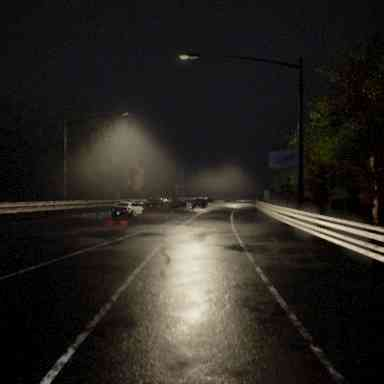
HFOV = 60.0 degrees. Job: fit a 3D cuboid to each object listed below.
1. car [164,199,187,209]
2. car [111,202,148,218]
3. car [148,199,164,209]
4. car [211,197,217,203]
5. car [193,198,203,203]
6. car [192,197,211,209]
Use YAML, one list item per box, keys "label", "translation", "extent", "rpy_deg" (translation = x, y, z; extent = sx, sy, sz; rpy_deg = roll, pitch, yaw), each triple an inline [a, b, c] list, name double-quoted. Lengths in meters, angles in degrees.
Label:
- label: "car"
  translation: [-2.158, 1.828, 50.467]
  extent: [2.033, 1.411, 5.357]
  rpy_deg: [0, 0, 11]
- label: "car"
  translation: [-5.932, 1.624, 31.061]
  extent: [1.812, 1.442, 4.674]
  rpy_deg: [0, 0, 11]
- label: "car"
  translation: [-5.578, 1.775, 51.214]
  extent: [1.837, 1.490, 4.892]
  rpy_deg: [0, -1, 11]
- label: "car"
  translation: [4.669, 2.093, 85.553]
  extent: [1.882, 1.535, 5.008]
  rpy_deg: [0, -1, 11]
- label: "car"
  translation: [1.625, 2.217, 88.239]
  extent: [1.895, 1.301, 4.718]
  rpy_deg: [0, -1, 11]
- label: "car"
  translation: [1.265, 1.800, 49.756]
  extent: [1.837, 1.490, 4.892]
  rpy_deg: [0, 0, 11]
